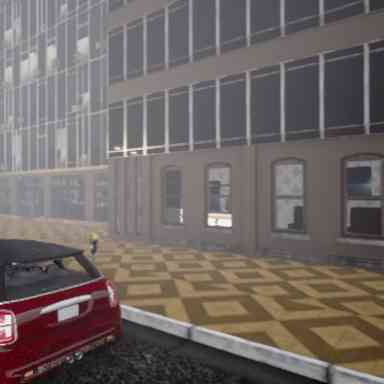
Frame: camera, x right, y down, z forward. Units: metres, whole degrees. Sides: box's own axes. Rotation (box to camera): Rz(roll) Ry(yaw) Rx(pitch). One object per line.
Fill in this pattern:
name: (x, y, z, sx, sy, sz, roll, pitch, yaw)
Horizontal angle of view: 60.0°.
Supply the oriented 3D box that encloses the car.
car: (-3.032, 1.442, 5.033, 4.097, 1.590, 1.967, 0, 0, 35)
